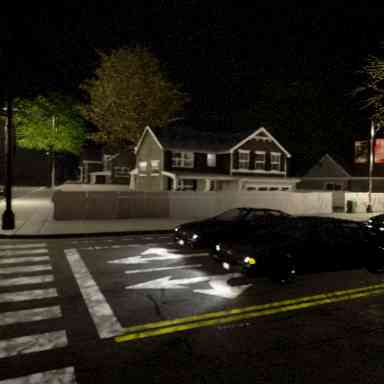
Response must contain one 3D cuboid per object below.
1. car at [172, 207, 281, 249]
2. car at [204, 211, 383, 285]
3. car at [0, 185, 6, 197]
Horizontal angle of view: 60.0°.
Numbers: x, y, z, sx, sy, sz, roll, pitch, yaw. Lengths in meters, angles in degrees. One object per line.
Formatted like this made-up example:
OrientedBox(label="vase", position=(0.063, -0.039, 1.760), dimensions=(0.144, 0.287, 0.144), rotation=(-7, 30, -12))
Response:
OrientedBox(label="car", position=(2.067, 1.255, 11.853), dimensions=(5.357, 1.411, 2.033), rotation=(1, 2, -26))
OrientedBox(label="car", position=(3.270, 1.368, 8.803), dimensions=(5.357, 1.411, 2.033), rotation=(1, 2, -23))
OrientedBox(label="car", position=(-22.113, -0.140, 38.296), dimensions=(1.895, 1.301, 4.718), rotation=(1, 2, -20))
